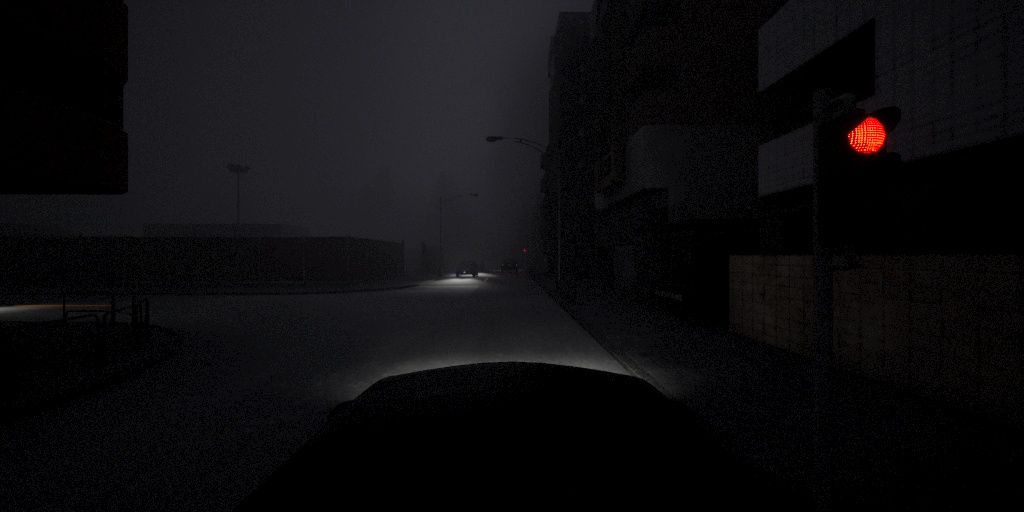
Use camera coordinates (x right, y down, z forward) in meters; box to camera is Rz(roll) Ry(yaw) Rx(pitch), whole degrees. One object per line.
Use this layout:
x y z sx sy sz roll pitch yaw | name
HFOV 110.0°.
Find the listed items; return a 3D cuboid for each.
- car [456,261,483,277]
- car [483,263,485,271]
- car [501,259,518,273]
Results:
-4.409 1.241 35.652 2.128 1.511 4.902 0 0 0 | car
-4.476 1.351 45.766 1.895 1.301 4.718 0 0 0 | car
-0.294 1.102 44.494 2.097 1.767 4.553 0 0 -1 | car
